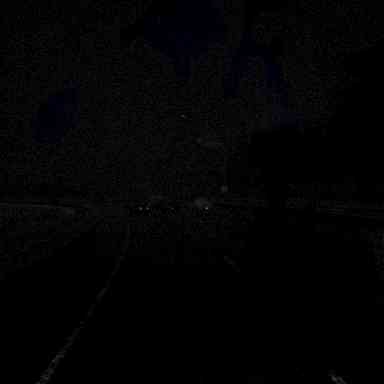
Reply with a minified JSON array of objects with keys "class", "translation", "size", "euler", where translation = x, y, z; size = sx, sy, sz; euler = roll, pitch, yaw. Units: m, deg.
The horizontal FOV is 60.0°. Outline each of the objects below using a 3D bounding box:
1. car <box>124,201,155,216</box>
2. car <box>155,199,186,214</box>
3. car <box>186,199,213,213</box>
[{"class":"car","translation":[-5.424,1.533,32.412],"size":[2.033,1.411,5.357],"euler":[-1,0,-19]},{"class":"car","translation":[-2.721,1.441,35.218],"size":[2.128,1.511,4.902],"euler":[-1,0,-20]},{"class":"car","translation":[0.729,1.432,35.942],"size":[1.812,1.442,4.674],"euler":[-1,0,-19]}]
